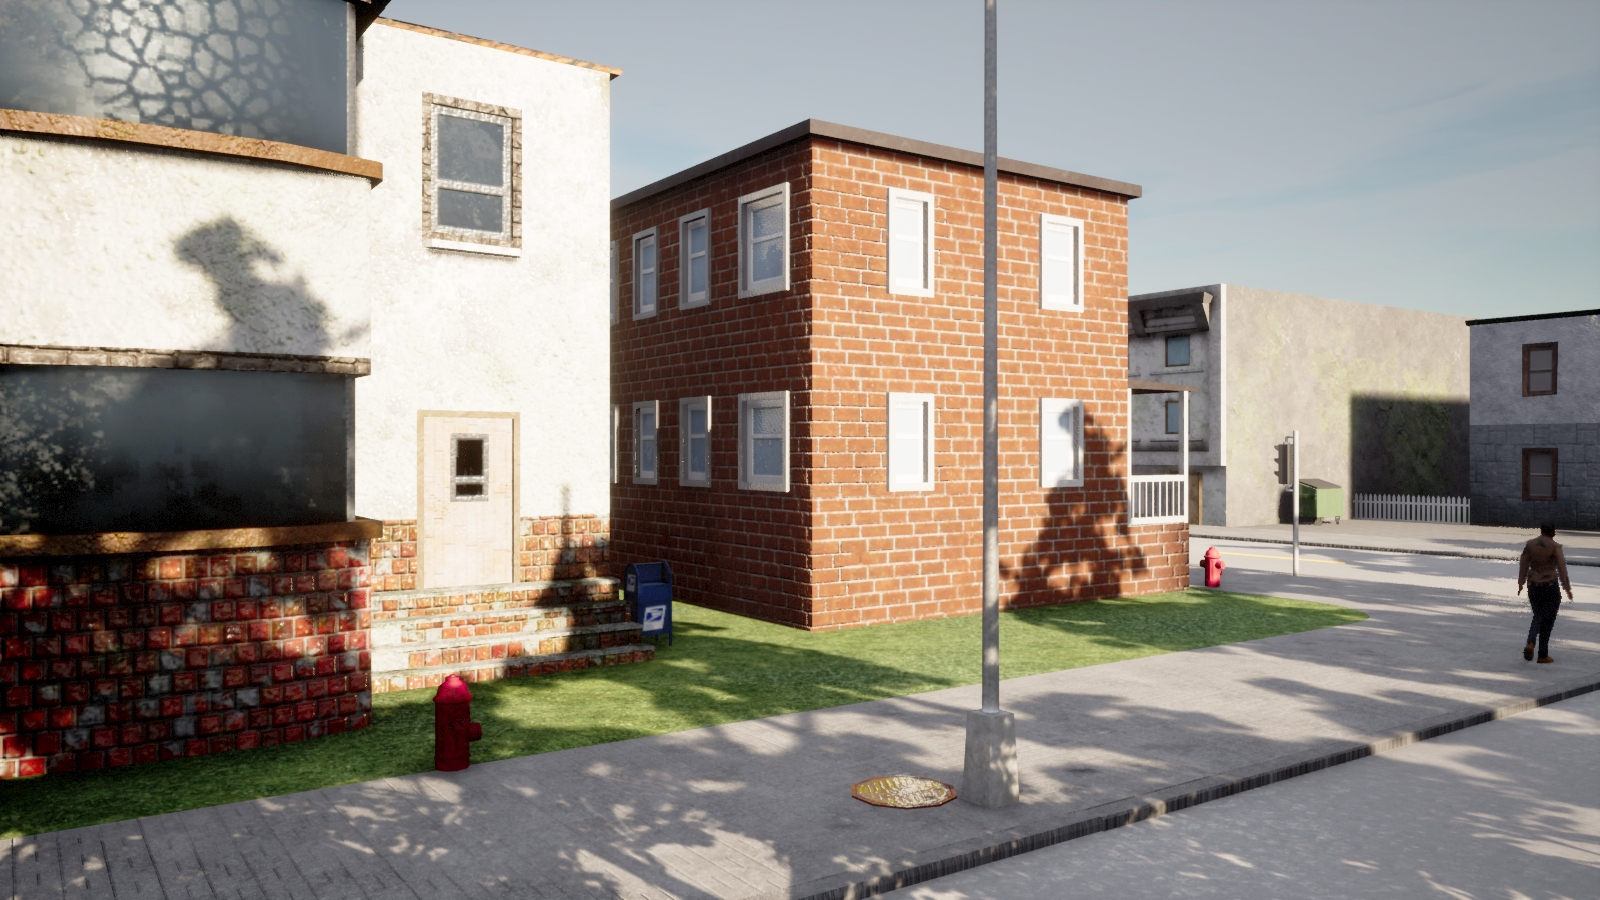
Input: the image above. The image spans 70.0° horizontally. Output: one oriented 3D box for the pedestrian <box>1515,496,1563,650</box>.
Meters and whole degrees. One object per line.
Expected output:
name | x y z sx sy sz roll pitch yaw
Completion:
pedestrian | 9.228 1.517 14.263 0.375 1.860 0.375 0 0 -31
